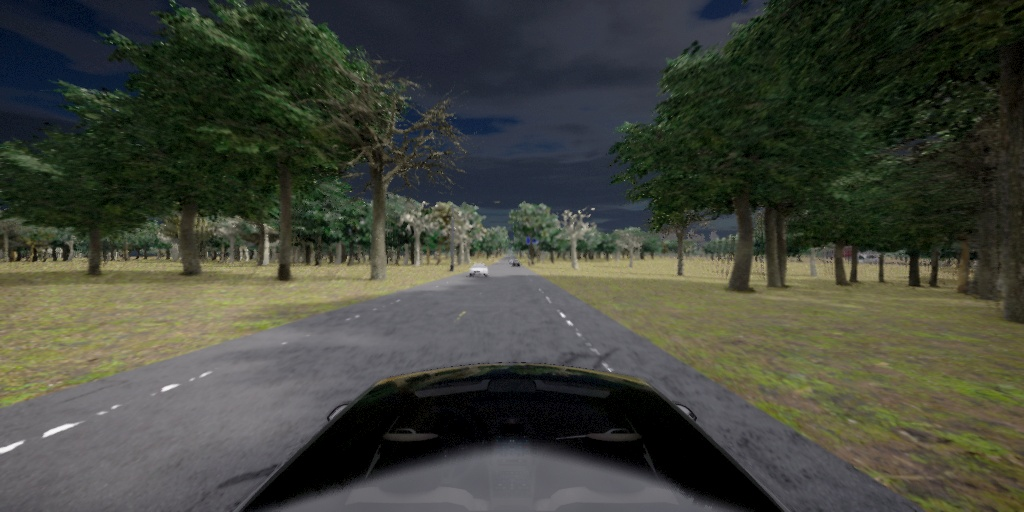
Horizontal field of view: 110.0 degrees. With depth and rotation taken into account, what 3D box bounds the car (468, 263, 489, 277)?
[{"bbox_3d":[-3.568,1.520,39.041,1.812,1.442,4.674,0,-1,0],"label":"car"}]
